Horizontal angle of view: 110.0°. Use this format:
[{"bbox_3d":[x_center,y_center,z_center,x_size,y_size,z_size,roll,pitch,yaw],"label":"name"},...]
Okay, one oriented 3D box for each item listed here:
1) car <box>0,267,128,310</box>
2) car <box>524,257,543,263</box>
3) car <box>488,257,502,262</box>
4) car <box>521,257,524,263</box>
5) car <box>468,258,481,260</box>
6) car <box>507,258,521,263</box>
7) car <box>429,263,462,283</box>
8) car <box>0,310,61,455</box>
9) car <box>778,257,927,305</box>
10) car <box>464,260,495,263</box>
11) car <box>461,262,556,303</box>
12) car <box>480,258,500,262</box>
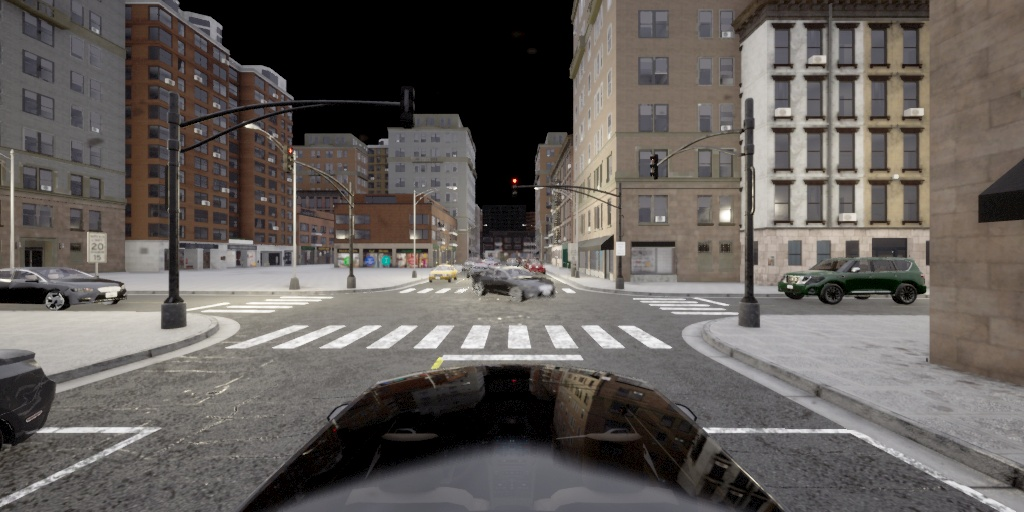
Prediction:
[{"bbox_3d":[-17.278,1.162,13.342,4.902,1.511,2.128,0,0,2],"label":"car"},{"bbox_3d":[2.651,1.191,39.839,1.967,1.591,4.097,0,0,0],"label":"car"},{"bbox_3d":[-2.743,1.261,61.017,1.837,1.490,4.892,0,-1,0],"label":"car"},{"bbox_3d":[2.654,1.066,45.501,2.192,1.841,5.009,0,0,0],"label":"car"},{"bbox_3d":[-5.372,1.302,45.505,2.007,1.370,4.403,0,0,0],"label":"car"},{"bbox_3d":[0.115,1.317,58.569,1.994,1.385,4.181,0,0,1],"label":"car"},{"bbox_3d":[-5.378,1.276,28.349,1.751,1.417,4.829,0,0,0],"label":"car"},{"bbox_3d":[-5.388,1.300,1.673,2.007,1.370,4.403,0,0,0],"label":"car"},{"bbox_3d":[15.349,1.056,16.324,5.566,2.045,2.150,0,0,-2],"label":"car"},{"bbox_3d":[-2.837,1.315,31.847,1.994,1.385,4.181,0,0,0],"label":"car"},{"bbox_3d":[-0.071,1.244,16.789,2.128,1.511,4.902,-1,0,-38],"label":"car"},{"bbox_3d":[-2.824,1.277,45.786,1.812,1.442,4.674,0,0,0],"label":"car"}]
